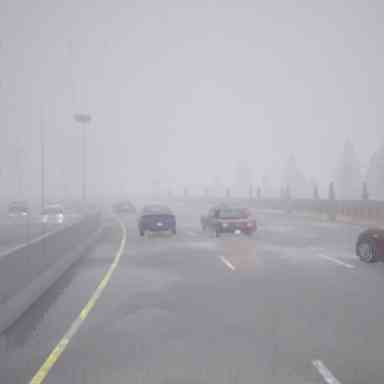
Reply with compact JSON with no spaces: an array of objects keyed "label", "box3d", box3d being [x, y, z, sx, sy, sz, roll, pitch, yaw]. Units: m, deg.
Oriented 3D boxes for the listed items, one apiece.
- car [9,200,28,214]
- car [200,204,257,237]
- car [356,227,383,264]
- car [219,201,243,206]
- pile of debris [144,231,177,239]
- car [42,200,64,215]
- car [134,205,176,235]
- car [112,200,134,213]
[{"label":"car","box3d":[-19.943,1.663,38.274,2.033,1.411,5.357,0,0,-26]},{"label":"car","box3d":[1.742,1.563,17.700,1.895,1.301,4.718,0,0,-10]},{"label":"car","box3d":[6.452,1.306,8.887,2.097,1.767,4.553,0,0,-5]},{"label":"car","box3d":[3.028,1.490,27.611,2.033,1.411,5.357,0,0,-16]},{"label":"pile of debris","box3d":[-1.619,2.158,16.869,1.500,0.140,1.860,0,0,-10]},{"label":"car","box3d":[-14.926,1.596,35.685,1.812,1.442,4.674,0,0,-24]},{"label":"car","box3d":[-2.119,1.460,19.044,1.882,1.535,5.008,0,0,-12]},{"label":"car","box3d":[-7.595,1.576,36.749,1.994,1.385,4.181,0,0,-22]}]
